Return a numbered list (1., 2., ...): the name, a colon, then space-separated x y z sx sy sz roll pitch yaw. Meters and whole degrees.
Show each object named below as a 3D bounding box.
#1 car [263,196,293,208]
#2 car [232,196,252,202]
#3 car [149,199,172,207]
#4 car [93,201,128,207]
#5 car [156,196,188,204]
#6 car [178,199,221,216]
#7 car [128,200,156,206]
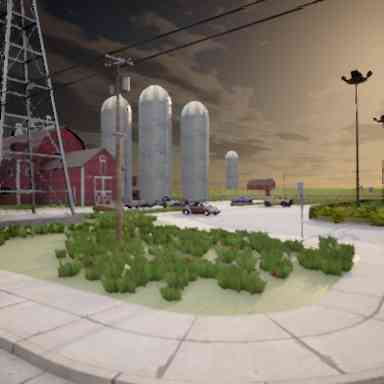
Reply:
1. car: 13.625 1.494 52.823 4.605 1.855 1.932 -1 0 35
2. car: 10.742 1.791 71.895 4.611 1.667 2.242 -1 0 35
3. car: -5.727 1.946 61.545 1.994 1.385 4.181 -1 0 35
4. car: -10.300 1.807 40.622 4.193 1.474 1.816 -1 0 35
5. car: -3.073 1.621 52.019 3.866 1.878 1.905 -1 0 35
6. car: 0.945 1.700 34.260 3.905 1.438 1.784 -1 0 35
7. car: -8.186 1.894 51.768 2.033 1.411 5.357 -1 0 35
